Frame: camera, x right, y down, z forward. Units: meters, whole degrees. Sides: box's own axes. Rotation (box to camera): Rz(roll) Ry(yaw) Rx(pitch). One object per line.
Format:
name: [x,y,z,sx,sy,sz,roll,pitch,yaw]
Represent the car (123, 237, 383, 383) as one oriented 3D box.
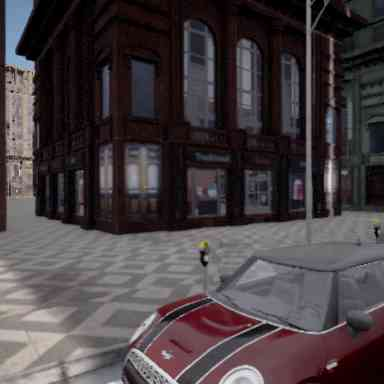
car: [1.265,1.421,3.877,4.097,1.590,1.967,0,0,-36]
